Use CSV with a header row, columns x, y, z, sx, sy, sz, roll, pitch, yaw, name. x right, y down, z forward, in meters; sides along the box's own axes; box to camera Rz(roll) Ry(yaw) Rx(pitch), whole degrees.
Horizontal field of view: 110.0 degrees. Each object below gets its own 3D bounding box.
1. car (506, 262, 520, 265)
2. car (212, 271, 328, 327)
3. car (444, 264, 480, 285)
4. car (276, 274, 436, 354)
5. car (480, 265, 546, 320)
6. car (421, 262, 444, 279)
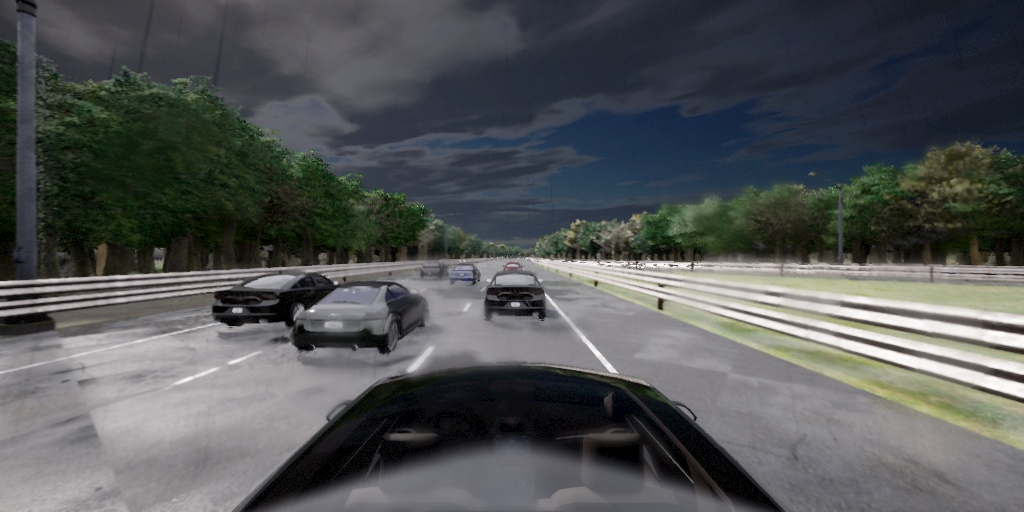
x,y,z,sx,sy,sz,roll,pitch,yaw,name
0.095,1.308,33.580,1.812,1.442,4.674,0,0,0,car
-6.898,1.227,11.481,1.882,1.535,5.008,1,0,0,car
-3.408,1.318,26.712,2.033,1.411,5.357,0,0,0,car
-3.396,1.306,8.837,1.994,1.385,4.181,1,-1,0,car
0.099,1.233,12.681,1.882,1.535,5.008,0,0,0,car
-6.903,1.259,32.494,2.128,1.511,4.902,0,0,0,car
